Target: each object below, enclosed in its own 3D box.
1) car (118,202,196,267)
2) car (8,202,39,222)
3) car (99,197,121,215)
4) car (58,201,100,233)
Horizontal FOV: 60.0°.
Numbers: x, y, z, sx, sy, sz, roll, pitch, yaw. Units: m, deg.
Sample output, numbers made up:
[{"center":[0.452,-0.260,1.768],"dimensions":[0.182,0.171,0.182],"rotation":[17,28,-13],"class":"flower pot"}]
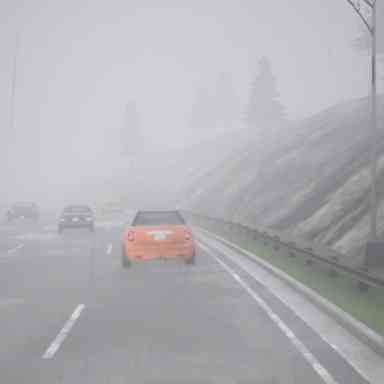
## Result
[{"center":[-1.241,1.259,11.303],"dimensions":[2.097,1.767,4.553],"rotation":[0,0,-10],"class":"car"},{"center":[-12.603,1.429,25.088],"dimensions":[1.895,1.301,4.718],"rotation":[0,1,-23],"class":"car"},{"center":[-7.693,1.241,30.851],"dimensions":[1.882,1.535,5.008],"rotation":[0,0,-26],"class":"car"},{"center":[-6.542,1.408,18.952],"dimensions":[2.033,1.411,5.357],"rotation":[0,0,-17],"class":"car"}]
